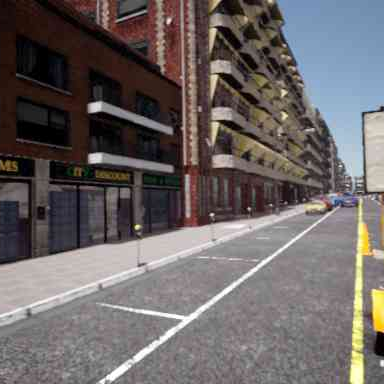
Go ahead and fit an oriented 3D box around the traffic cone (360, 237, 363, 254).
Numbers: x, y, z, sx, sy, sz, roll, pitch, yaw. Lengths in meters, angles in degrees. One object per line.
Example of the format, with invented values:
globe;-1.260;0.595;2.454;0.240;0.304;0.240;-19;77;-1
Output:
traffic cone;6.125;1.880;11.746;0.340;0.580;0.340;-2;-1;27

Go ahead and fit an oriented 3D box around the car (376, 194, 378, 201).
car;34.626;1.031;59.680;1.967;1.590;4.097;-1;0;27

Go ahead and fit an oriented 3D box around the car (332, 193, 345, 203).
car;30.122;1.166;68.232;2.192;1.841;5.009;-1;0;27

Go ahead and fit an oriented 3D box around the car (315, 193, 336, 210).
car;15.117;1.260;38.637;2.192;1.841;5.009;0;0;27

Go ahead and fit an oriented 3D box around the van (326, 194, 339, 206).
van;22.619;1.231;53.435;1.690;1.788;3.998;-1;0;27

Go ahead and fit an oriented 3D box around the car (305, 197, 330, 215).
car;12.540;1.493;33.552;1.752;1.417;4.829;0;0;27

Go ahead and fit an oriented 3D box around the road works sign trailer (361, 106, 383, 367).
road works sign trailer;3.953;0.386;5.015;2.380;3.560;2.880;-2;-1;27

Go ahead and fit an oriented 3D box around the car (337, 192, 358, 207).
car;22.210;1.040;47.021;2.150;2.045;5.566;-2;-1;27

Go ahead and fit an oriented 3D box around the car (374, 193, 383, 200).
car;44.595;0.994;79.431;1.967;1.590;4.097;-1;0;27

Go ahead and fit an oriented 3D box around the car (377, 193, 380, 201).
car;32.118;1.149;54.749;1.887;1.381;4.507;-1;0;27

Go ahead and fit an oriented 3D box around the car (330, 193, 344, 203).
car;27.621;1.178;63.300;2.192;1.841;5.009;-1;0;27

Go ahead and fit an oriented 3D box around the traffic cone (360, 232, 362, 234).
traffic cone;7.029;1.870;13.530;0.340;0.580;0.340;-2;-1;27

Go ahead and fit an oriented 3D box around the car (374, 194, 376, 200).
car;39.590;0.884;69.565;2.192;1.841;5.009;-1;0;27

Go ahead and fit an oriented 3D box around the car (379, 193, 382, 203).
car;29.618;1.163;49.817;1.887;1.381;4.507;-1;0;27
